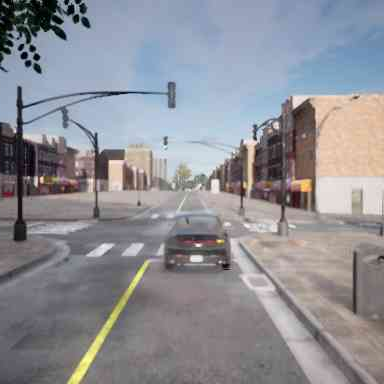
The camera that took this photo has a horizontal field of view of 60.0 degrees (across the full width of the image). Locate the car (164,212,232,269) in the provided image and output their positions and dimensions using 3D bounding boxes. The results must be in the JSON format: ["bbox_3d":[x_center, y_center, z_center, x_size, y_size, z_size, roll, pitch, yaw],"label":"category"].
[{"bbox_3d":[0.217,1.402,10.753,1.837,1.490,4.892,0,1,2],"label":"car"}]
